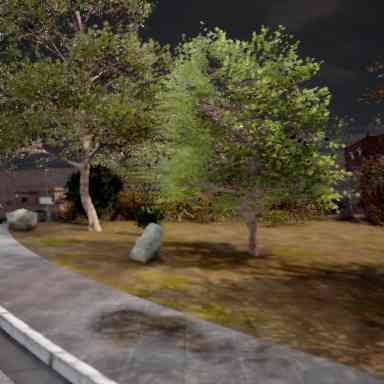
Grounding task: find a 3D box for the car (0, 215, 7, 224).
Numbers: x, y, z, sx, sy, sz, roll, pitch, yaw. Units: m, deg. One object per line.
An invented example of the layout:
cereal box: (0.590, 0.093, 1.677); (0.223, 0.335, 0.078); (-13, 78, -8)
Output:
car: (-18.888, 2.652, 30.948); (1.994, 1.385, 4.181); (-3, -5, -10)
